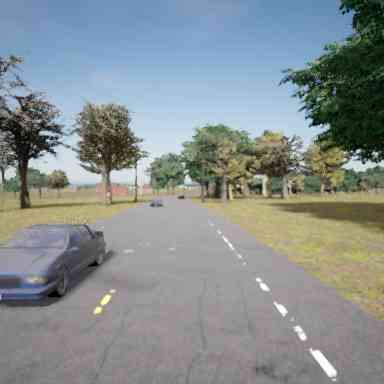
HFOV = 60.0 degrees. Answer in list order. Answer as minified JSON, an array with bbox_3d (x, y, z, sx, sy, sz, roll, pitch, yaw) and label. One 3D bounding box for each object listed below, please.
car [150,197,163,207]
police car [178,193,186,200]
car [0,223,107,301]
[{"bbox_3d":[-5.291,1.499,49.790,2.033,1.411,5.357,0,0,-3],"label":"car"},{"bbox_3d":[-2.851,1.255,89.899,1.930,1.638,5.238,0,0,-2],"label":"police car"},{"bbox_3d":[-3.672,1.545,8.750,2.033,1.411,5.357,0,0,-1],"label":"car"}]
